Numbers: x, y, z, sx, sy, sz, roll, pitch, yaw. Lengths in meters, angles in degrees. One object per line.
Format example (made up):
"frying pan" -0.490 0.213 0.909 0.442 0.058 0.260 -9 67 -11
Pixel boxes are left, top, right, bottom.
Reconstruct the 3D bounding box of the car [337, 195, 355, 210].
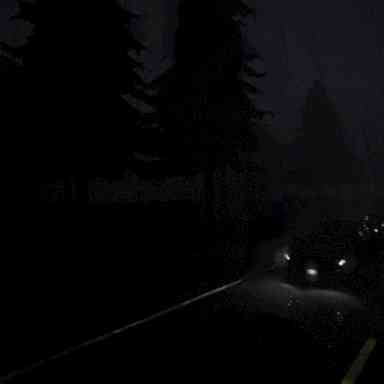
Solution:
"car" 20.915 1.504 42.263 4.902 1.511 2.128 -2 -1 44

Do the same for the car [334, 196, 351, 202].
"car" 38.669 1.799 85.495 3.633 1.501 1.845 -2 -1 38

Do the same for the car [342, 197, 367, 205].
"car" 30.801 1.669 63.133 3.806 1.475 1.970 -2 -1 38

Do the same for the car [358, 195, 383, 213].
"car" 11.245 1.273 18.638 2.150 2.045 5.566 -2 -1 39

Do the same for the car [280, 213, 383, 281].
"car" 4.662 1.617 10.444 2.033 1.411 5.357 -2 -1 39
